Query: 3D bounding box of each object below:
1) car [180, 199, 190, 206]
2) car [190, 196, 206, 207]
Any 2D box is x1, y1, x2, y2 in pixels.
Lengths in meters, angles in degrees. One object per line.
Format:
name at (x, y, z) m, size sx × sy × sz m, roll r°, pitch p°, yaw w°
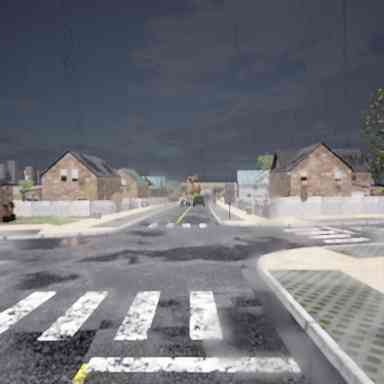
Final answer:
car at (-1.256, 2.067, 65.910) m, size 2.128 × 1.511 × 4.902 m, roll 0°, pitch -1°, yaw 3°
car at (1.318, 1.749, 61.649) m, size 2.150 × 2.045 × 5.566 m, roll 0°, pitch -1°, yaw 3°
